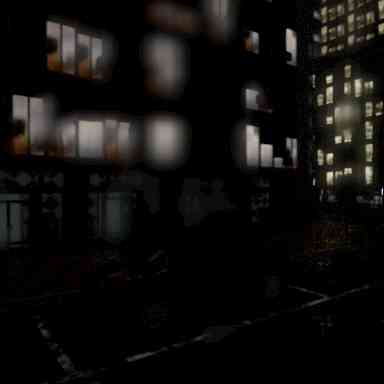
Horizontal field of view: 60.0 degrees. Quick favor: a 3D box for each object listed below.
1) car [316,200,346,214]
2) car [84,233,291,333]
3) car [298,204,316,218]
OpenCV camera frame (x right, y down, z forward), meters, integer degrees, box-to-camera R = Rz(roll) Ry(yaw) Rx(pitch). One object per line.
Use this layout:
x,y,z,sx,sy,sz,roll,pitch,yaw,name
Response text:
14.710,1.583,36.672,1.752,1.417,4.829,0,0,-35,car
0.117,1.580,6.816,4.507,1.381,1.887,1,-1,-35,car
8.727,1.681,30.708,2.008,1.369,4.403,0,0,-35,car
